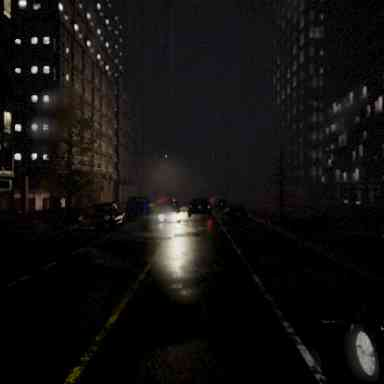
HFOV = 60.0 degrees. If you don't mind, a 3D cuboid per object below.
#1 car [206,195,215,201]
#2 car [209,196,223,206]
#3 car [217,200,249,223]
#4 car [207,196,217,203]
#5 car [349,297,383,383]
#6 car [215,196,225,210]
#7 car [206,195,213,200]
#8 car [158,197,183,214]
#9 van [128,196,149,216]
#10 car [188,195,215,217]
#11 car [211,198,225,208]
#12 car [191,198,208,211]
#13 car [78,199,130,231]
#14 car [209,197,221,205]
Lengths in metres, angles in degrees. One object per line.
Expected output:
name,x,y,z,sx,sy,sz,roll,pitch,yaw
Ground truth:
car,4.497,1.460,81.621,1.887,1.381,4.507,0,0,1
car,3.862,1.392,53.414,1.967,1.590,4.097,0,0,1
car,3.227,1.550,25.208,1.947,1.339,4.313,0,0,1
car,4.244,1.496,70.339,1.947,1.339,4.313,0,0,1
car,2.848,1.558,2.643,2.008,1.369,4.403,0,0,1
car,3.609,1.531,42.132,1.947,1.339,4.313,0,0,1
car,4.629,1.432,87.432,1.752,1.417,4.829,0,0,1
car,-2.254,1.519,34.235,1.994,1.385,4.181,0,0,1
van,-5.026,1.290,31.044,1.690,1.788,3.998,0,0,1
car,0.724,1.321,30.639,2.097,1.767,4.553,0,0,2
car,3.735,1.540,47.773,1.802,1.307,4.206,0,0,1
car,0.932,1.504,41.855,2.033,1.411,5.357,0,0,2
car,-5.279,1.401,19.765,1.967,1.590,4.097,0,0,1
car,3.989,1.511,59.056,1.947,1.339,4.313,0,0,1
